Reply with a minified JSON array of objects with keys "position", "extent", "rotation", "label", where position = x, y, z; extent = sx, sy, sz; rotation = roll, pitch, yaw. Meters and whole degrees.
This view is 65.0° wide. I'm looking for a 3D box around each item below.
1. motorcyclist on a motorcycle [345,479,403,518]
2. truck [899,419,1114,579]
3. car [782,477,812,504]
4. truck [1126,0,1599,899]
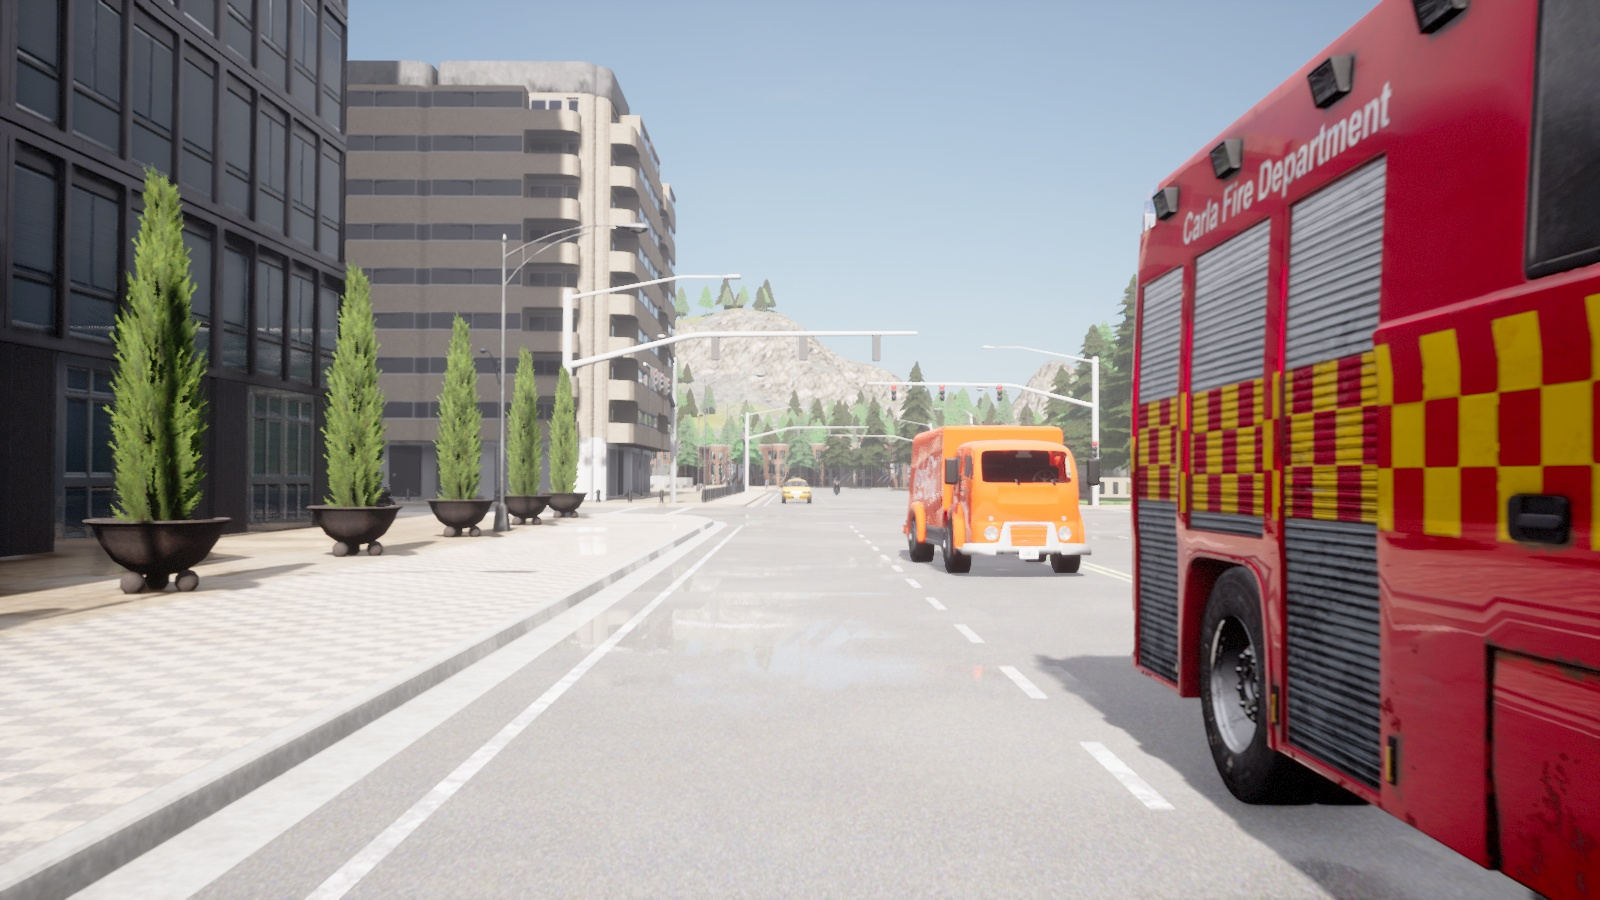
[{"position":[-16.804,1.904,49.552],"extent":[2.044,1.523,0.797],"rotation":[0,-1,0],"label":"motorcyclist on a motorcycle"},{"position":[3.406,0.807,22.062],"extent":[2.627,2.467,5.204],"rotation":[0,-1,-3],"label":"truck"},{"position":[-0.189,2.443,76.625],"extent":[1.801,1.575,5.366],"rotation":[0,-1,0],"label":"car"},{"position":[3.486,-0.278,3.526],"extent":[2.891,3.827,8.468],"rotation":[0,-1,0],"label":"truck"}]
